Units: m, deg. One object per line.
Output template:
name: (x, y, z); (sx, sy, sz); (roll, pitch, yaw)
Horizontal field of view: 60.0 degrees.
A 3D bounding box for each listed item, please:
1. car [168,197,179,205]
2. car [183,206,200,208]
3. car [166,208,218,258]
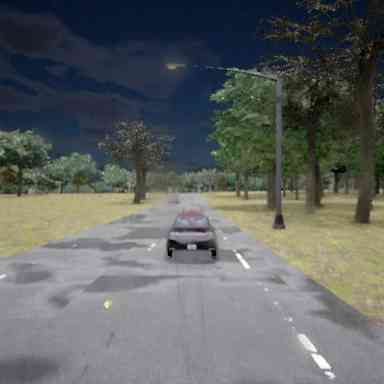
car: (-3.562, 1.727, 65.050); (1.994, 1.385, 4.181); (0, 0, 1)
car: (-0.004, 1.856, 28.252); (1.895, 1.301, 4.718); (0, 0, 0)
car: (0.008, 1.639, 13.502); (2.128, 1.511, 4.902); (0, 0, 0)
